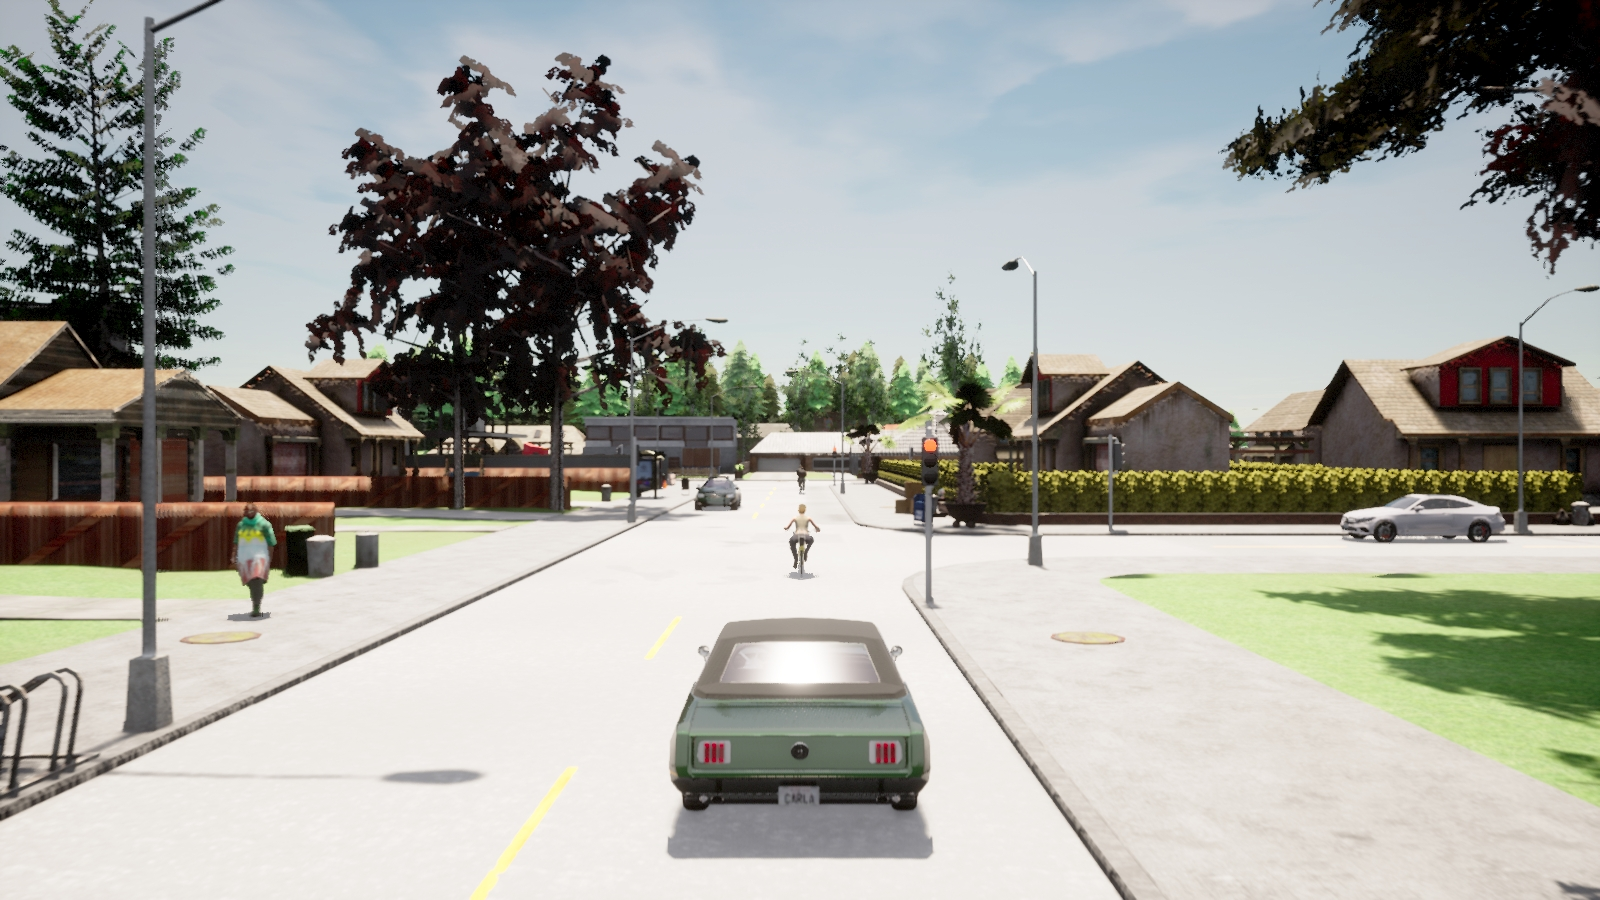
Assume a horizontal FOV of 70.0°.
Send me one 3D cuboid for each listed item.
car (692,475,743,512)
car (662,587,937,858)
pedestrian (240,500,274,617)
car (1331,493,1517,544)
[{"bbox_3d":[-3.887,2.046,54.663,2.038,1.542,4.974,0,0,0],"label":"car"},{"bbox_3d":[0.002,2.157,10.230,1.895,1.301,4.718,0,0,0],"label":"car"},{"bbox_3d":[-8.773,1.746,18.454,0.375,1.860,0.375,0,0,0],"label":"pedestrian"},{"bbox_3d":[19.202,2.087,35.305,4.674,1.442,2.002,0,0,0],"label":"car"}]
